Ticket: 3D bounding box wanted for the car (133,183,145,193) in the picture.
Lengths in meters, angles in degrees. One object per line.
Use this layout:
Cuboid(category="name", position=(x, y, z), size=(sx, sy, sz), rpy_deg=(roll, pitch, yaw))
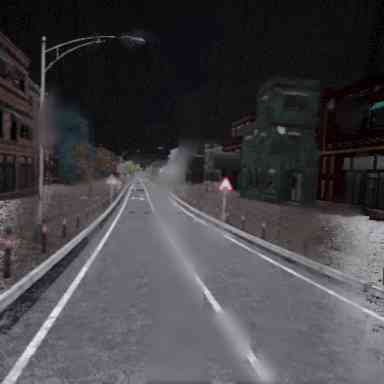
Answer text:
Cuboid(category="car", position=(-9.631, -0.753, 59.759), size=(1.837, 1.490, 4.892), rpy_deg=(2, 3, -9))
